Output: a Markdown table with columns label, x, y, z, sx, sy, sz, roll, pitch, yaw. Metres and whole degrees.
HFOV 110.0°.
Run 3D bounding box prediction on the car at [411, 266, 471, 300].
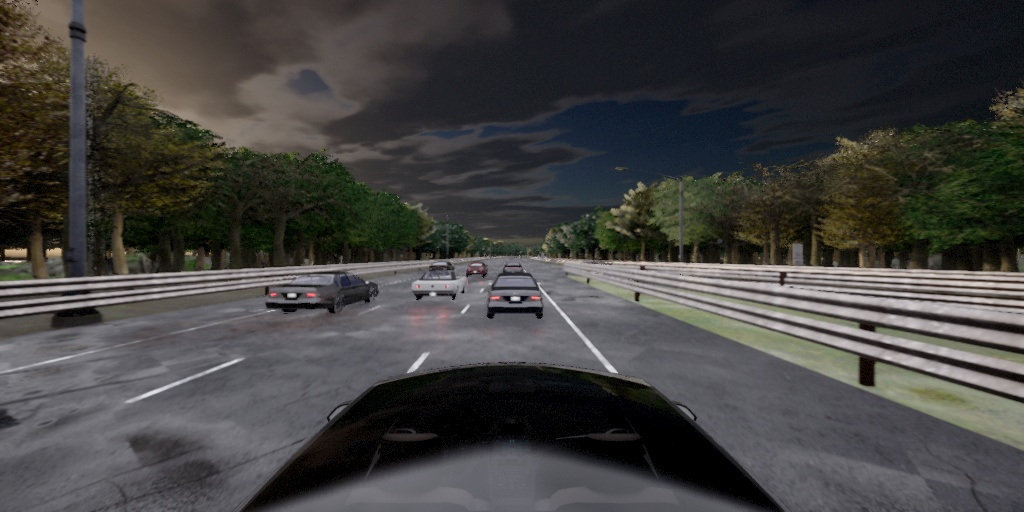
| label | x | y | z | sx | sy | sz | roll | pitch | yaw |
| --- | --- | --- | --- | --- | --- | --- | --- | --- | --- |
| car | -3.399 | 1.353 | 17.666 | 1.895 | 1.301 | 4.718 | 0 | 0 | 0 |

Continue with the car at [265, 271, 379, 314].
| label | x | y | z | sx | sy | sz | roll | pitch | yaw |
| --- | --- | --- | --- | --- | --- | --- | --- | --- | --- |
| car | -6.895 | 1.293 | 13.731 | 2.033 | 1.411 | 5.357 | 0 | 0 | 0 |

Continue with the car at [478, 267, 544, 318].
| label | x | y | z | sx | sy | sz | roll | pitch | yaw |
| --- | --- | --- | --- | --- | --- | --- | --- | --- | --- |
| car | 0.101 | 1.298 | 13.017 | 2.033 | 1.411 | 5.357 | 0 | 0 | 0 |

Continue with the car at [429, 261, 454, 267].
| label | x | y | z | sx | sy | sz | roll | pitch | yaw |
| --- | --- | --- | --- | --- | --- | --- | --- | --- | --- |
| car | -6.896 | 1.234 | 35.711 | 1.882 | 1.535 | 5.008 | 0 | 0 | 0 |

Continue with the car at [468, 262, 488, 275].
| label | x | y | z | sx | sy | sz | roll | pitch | yaw |
| --- | --- | --- | --- | --- | --- | --- | --- | --- | --- |
| car | -3.396 | 1.282 | 35.331 | 1.812 | 1.442 | 4.674 | 0 | 0 | 0 |

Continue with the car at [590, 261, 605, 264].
| label | x | y | z | sx | sy | sz | roll | pitch | yaw |
| --- | --- | --- | --- | --- | --- | --- | --- | --- | --- |
| car | 10.329 | 1.354 | 44.098 | 1.812 | 1.442 | 4.674 | 0 | 0 | -12 |

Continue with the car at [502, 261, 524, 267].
| label | x | y | z | sx | sy | sz | roll | pitch | yaw |
| --- | --- | --- | --- | --- | --- | --- | --- | --- | --- |
| car | 0.103 | 1.247 | 33.954 | 2.128 | 1.511 | 4.902 | 0 | 0 | 0 |
